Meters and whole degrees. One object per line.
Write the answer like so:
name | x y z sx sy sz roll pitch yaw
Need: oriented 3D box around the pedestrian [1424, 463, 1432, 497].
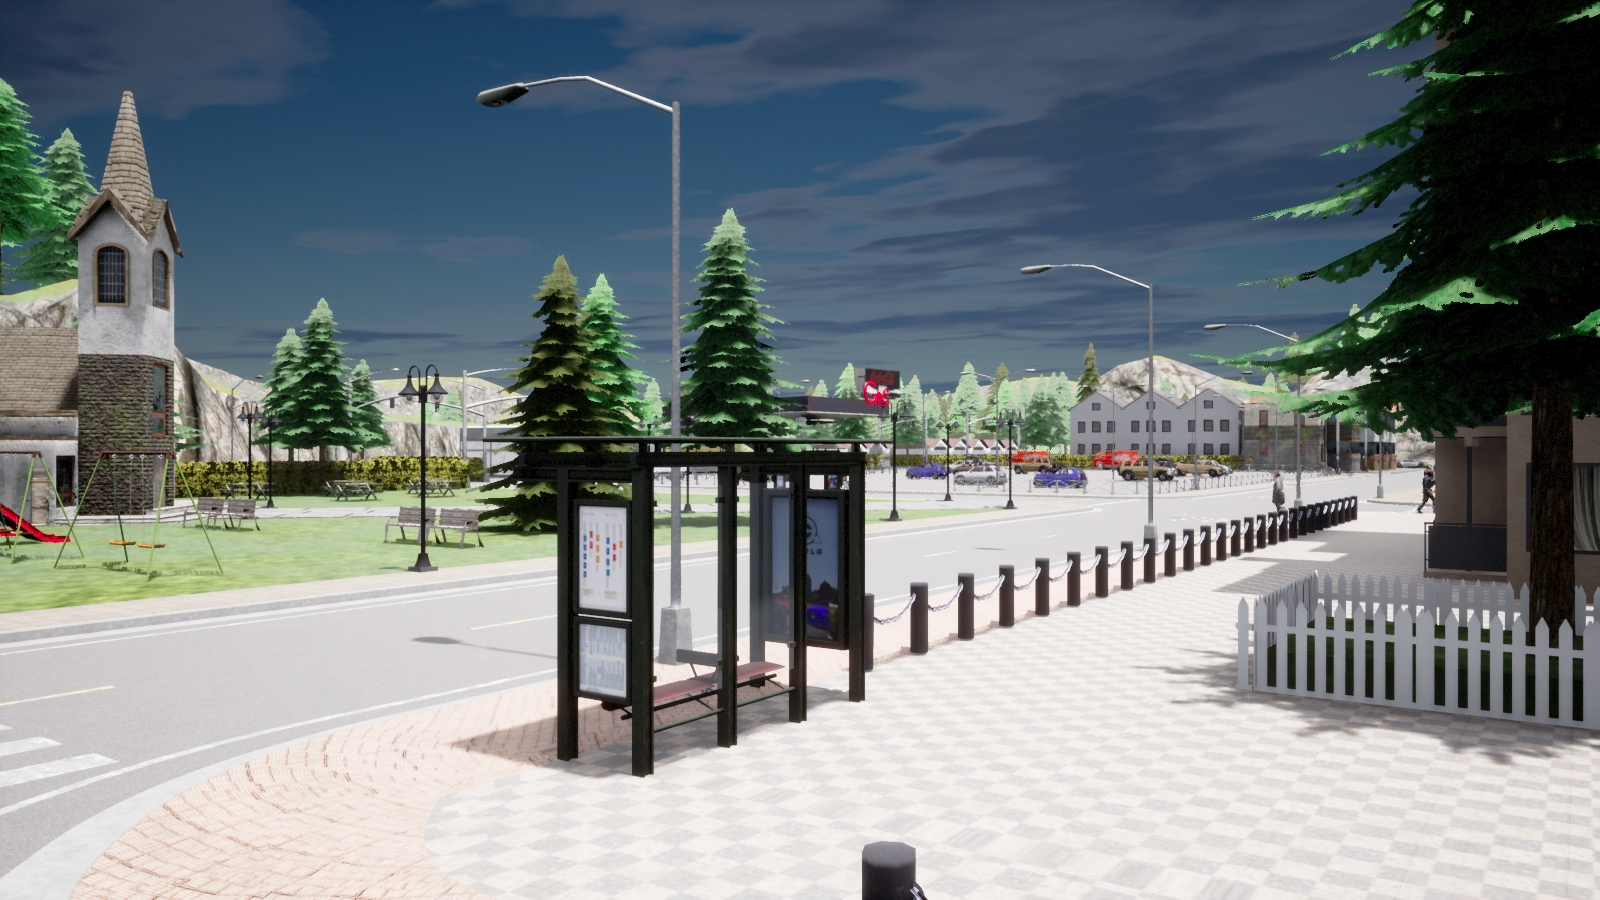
pedestrian | 34.799 1.671 63.298 0.375 1.860 0.375 0 0 30

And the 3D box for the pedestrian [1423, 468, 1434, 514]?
pedestrian | 25.846 1.687 47.018 0.375 1.860 0.375 0 0 26

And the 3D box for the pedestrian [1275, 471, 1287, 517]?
pedestrian | 19.898 1.822 47.244 0.375 1.860 0.375 0 0 36
